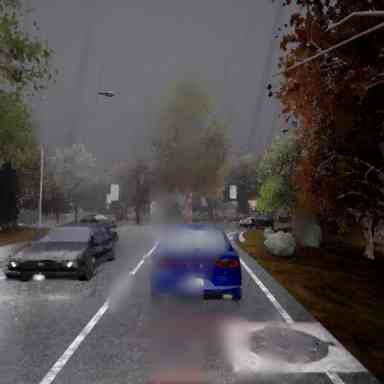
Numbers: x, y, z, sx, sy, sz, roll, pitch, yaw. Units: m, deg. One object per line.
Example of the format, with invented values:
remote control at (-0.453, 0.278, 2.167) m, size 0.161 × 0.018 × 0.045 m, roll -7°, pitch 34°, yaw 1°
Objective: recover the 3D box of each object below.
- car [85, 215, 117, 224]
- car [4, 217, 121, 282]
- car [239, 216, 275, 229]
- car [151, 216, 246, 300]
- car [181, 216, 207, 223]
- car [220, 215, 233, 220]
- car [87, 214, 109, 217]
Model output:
car at (-16.395, 4.978, 60.142) m, size 2.033 × 1.411 × 5.357 m, roll -3°, pitch -4°, yaw 36°
car at (-3.609, 1.719, 10.538) m, size 2.033 × 1.411 × 5.357 m, roll 0°, pitch -2°, yaw 0°
car at (7.454, 3.342, 37.148) m, size 2.033 × 1.411 × 5.357 m, roll -4°, pitch -6°, yaw 44°
car at (0.109, 1.599, 8.667) m, size 1.882 × 1.535 × 5.008 m, roll 0°, pitch -1°, yaw 0°
car at (0.419, 5.483, 66.113) m, size 4.718 × 1.301 × 1.895 m, roll 0°, pitch -4°, yaw 15°
car at (5.517, 5.269, 64.015) m, size 4.892 × 1.490 × 1.837 m, roll -4°, pitch -6°, yaw 33°
car at (-9.273, 2.966, 32.982) m, size 1.882 × 1.535 × 5.008 m, roll 4°, pitch -6°, yaw -41°
